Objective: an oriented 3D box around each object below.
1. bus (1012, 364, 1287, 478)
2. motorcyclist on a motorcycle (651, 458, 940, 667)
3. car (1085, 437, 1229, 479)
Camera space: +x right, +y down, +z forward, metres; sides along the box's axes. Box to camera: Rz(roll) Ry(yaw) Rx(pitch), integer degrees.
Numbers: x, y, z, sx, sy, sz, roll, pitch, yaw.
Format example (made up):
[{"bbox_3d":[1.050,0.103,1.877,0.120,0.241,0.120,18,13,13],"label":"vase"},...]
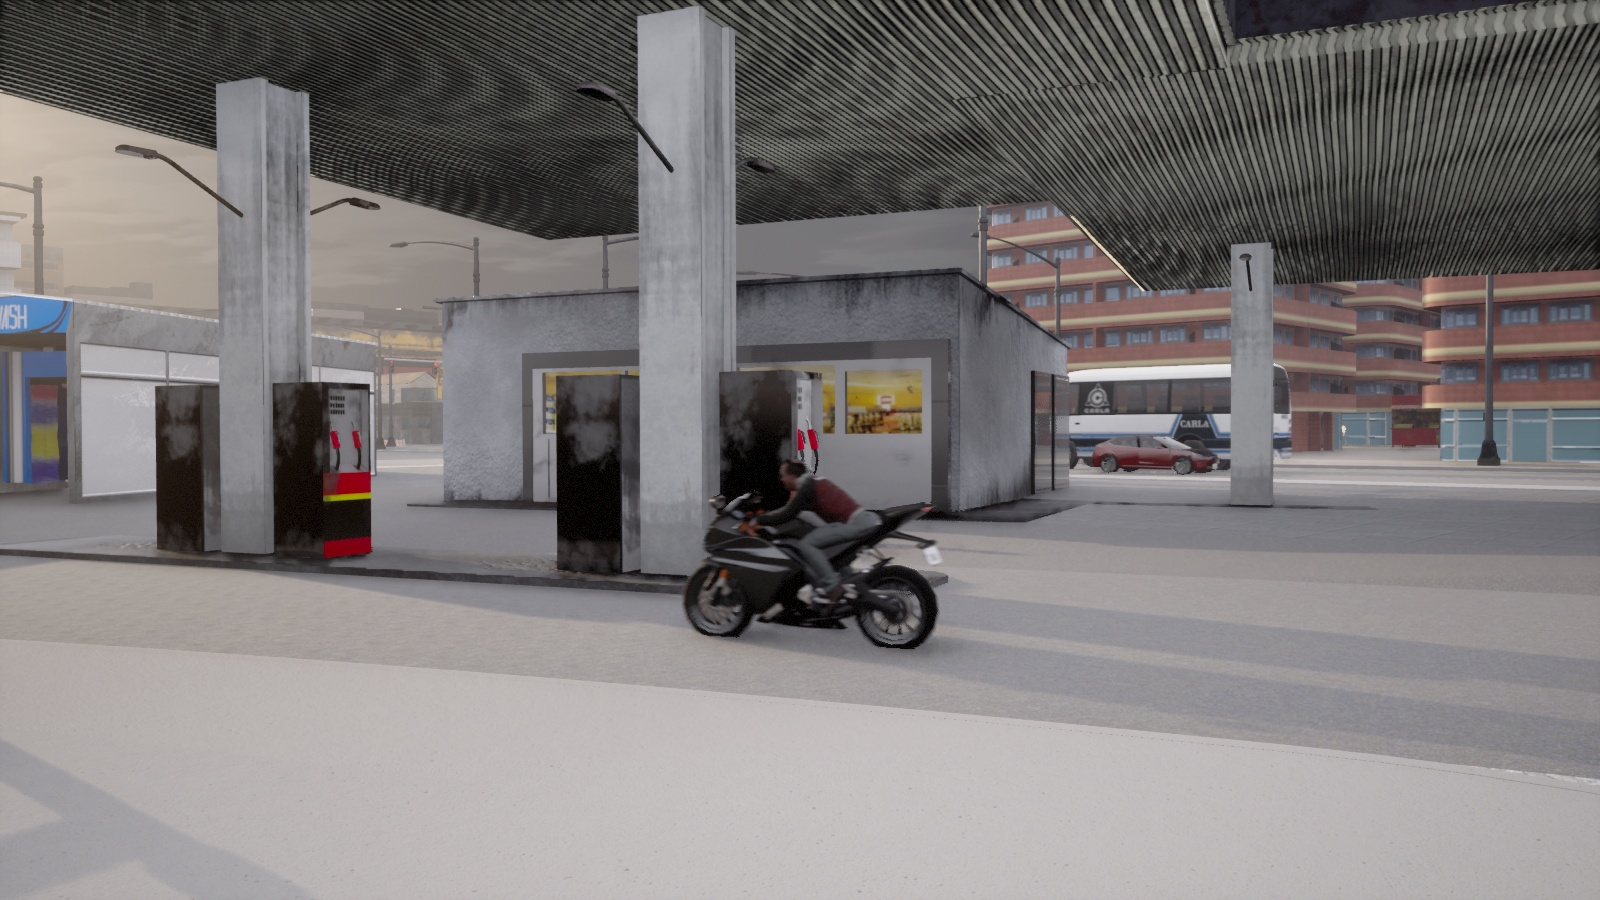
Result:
[{"bbox_3d":[14.269,-1.177,52.051,10.273,4.253,3.944,1,1,42],"label":"bus"},{"bbox_3d":[-0.039,0.850,10.255,2.191,1.530,0.866,1,1,22],"label":"motorcyclist on a motorcycle"},{"bbox_3d":[13.595,0.262,47.979,4.792,1.488,2.163,1,1,42],"label":"car"}]
